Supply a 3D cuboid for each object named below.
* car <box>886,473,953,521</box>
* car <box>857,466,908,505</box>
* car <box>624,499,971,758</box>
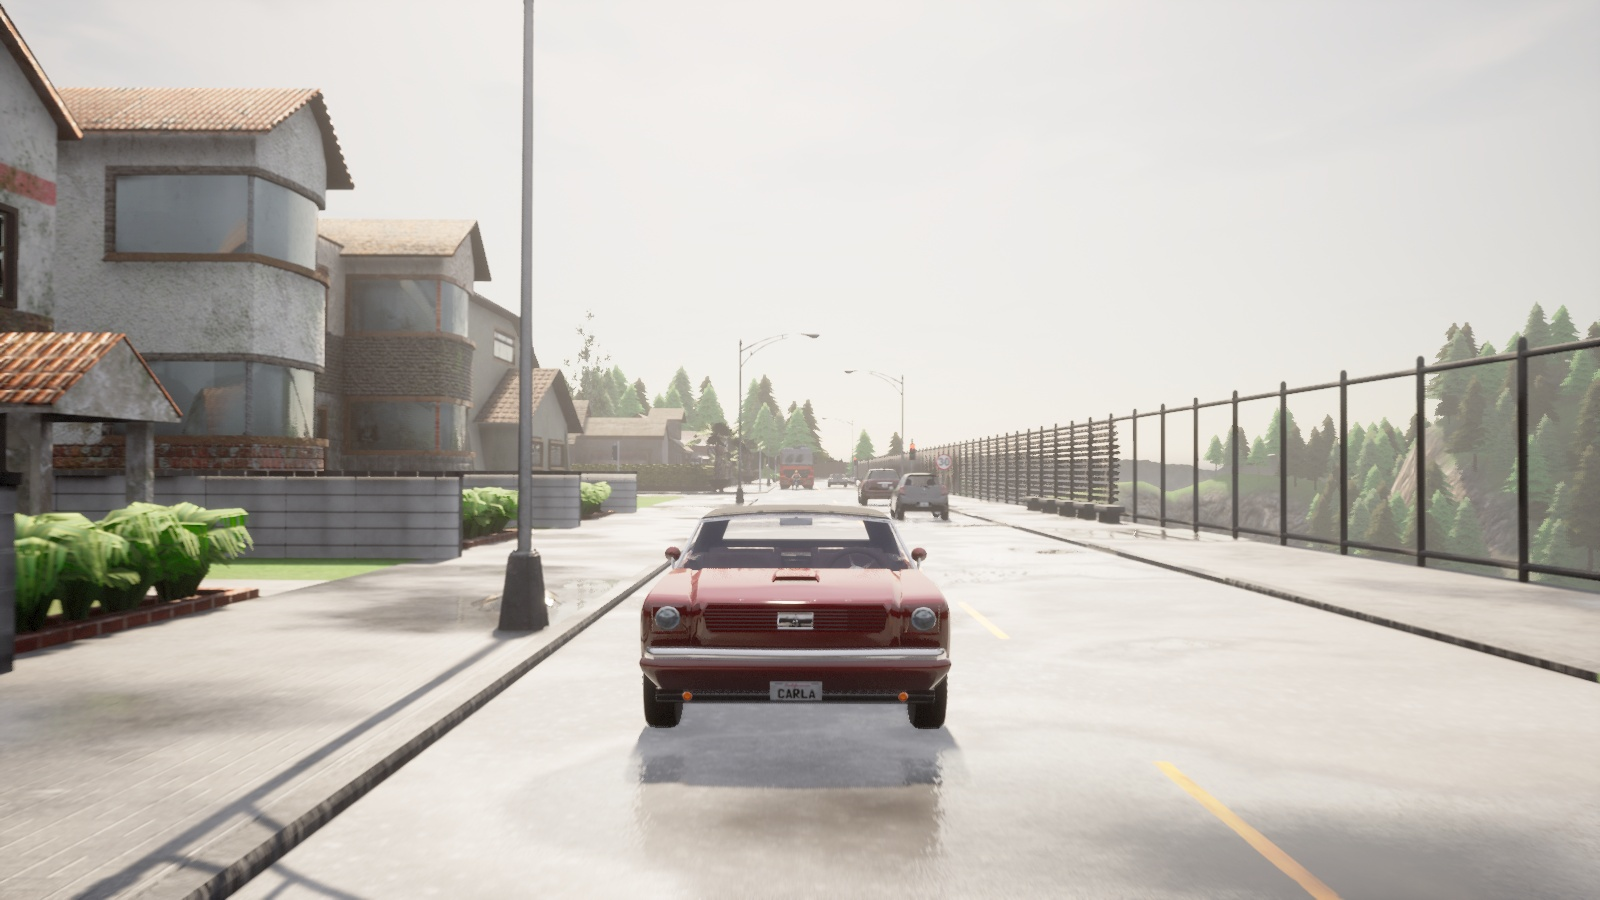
[{"bbox_3d":[3.899,1.507,41.473,1.845,1.501,3.633,0,-1,0],"label":"car"},{"bbox_3d":[3.856,1.649,59.188,2.097,1.767,4.553,0,-1,0],"label":"car"},{"bbox_3d":[-0.022,1.070,9.239,1.895,1.301,4.718,0,-1,0],"label":"car"}]
